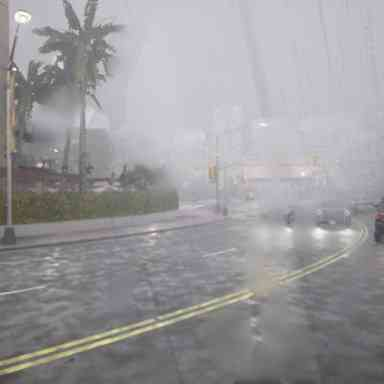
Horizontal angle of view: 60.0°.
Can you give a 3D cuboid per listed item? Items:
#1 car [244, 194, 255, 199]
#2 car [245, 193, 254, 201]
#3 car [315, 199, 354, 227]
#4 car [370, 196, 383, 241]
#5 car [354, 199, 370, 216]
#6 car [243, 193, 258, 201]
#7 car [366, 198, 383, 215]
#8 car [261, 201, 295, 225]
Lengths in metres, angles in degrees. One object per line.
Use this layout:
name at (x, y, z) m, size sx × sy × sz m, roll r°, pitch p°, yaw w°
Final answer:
car at (16.121, 1.258, 92.755) m, size 2.231 × 1.521 × 4.892 m, roll 0°, pitch 0°, yaw 20°
car at (14.233, 1.157, 82.146) m, size 2.185 × 1.767 × 4.553 m, roll 0°, pitch 0°, yaw 10°
car at (9.493, 1.289, 22.469) m, size 2.097 × 1.767 × 4.553 m, roll 0°, pitch 0°, yaw 22°
car at (9.889, 1.163, 15.670) m, size 2.150 × 2.045 × 5.566 m, roll 0°, pitch 0°, yaw 31°
car at (15.206, 1.391, 30.173) m, size 2.128 × 1.511 × 4.902 m, roll 0°, pitch 0°, yaw 13°
car at (13.265, 1.297, 75.793) m, size 2.097 × 1.535 × 5.008 m, roll 0°, pitch 0°, yaw 10°
car at (19.450, 1.373, 33.510) m, size 2.128 × 1.511 × 4.902 m, roll 0°, pitch 0°, yaw 12°
car at (6.246, 1.380, 23.775) m, size 1.812 × 1.442 × 4.674 m, roll 0°, pitch 0°, yaw 22°
